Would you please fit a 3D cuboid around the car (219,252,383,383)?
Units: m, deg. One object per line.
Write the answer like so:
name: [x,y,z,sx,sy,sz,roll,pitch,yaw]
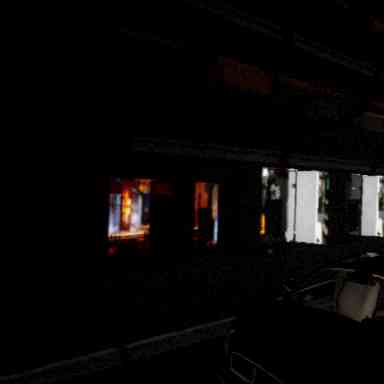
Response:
car: [2.335,1.527,4.116,4.403,1.369,2.008,1,1,-34]
